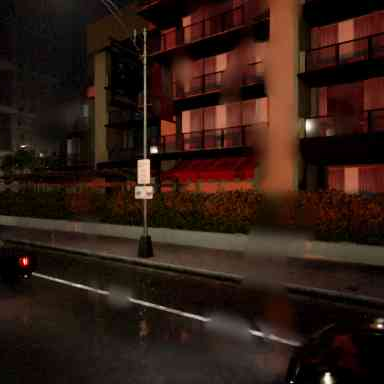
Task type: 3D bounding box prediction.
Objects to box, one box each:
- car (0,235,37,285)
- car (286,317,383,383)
[{"bbox_3d":[-5.957,1.601,8.261,4.718,1.301,1.895,0,0,36],"label":"car"},{"bbox_3d":[3.022,1.504,1.912,4.892,1.490,1.837,0,0,35],"label":"car"}]
